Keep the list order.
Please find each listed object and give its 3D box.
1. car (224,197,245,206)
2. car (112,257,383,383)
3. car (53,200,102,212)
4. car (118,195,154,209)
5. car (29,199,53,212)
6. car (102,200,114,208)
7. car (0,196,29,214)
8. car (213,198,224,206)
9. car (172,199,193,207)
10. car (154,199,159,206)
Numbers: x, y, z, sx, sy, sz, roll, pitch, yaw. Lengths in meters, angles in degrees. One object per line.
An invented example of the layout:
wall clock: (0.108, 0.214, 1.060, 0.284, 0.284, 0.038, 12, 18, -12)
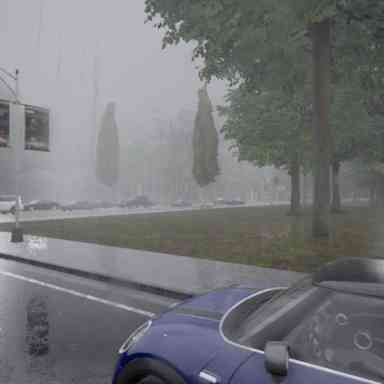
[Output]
car: (8.900, 1.828, 66.539, 2.097, 1.767, 4.553, 0, -1, 35)
car: (1.458, 1.352, 2.650, 4.553, 1.767, 2.097, 0, 0, 36)
car: (-15.028, 1.790, 44.046, 2.033, 1.411, 5.357, 0, 0, 35)
car: (-9.033, 1.527, 52.594, 2.150, 2.045, 5.566, 0, 0, 36)
car: (-19.686, 1.708, 43.060, 1.882, 1.535, 5.008, 0, 0, 35)
car: (-13.998, 1.850, 51.175, 1.994, 1.385, 4.181, 0, 0, 35)
car: (-20.998, 1.411, 35.535, 2.150, 2.045, 5.566, 0, 0, 34)
car: (6.198, 1.973, 68.342, 2.128, 1.511, 4.902, 0, -1, 35)
car: (-1.542, 1.920, 57.297, 1.994, 1.385, 4.181, 0, -1, 35)
car: (-8.045, 1.849, 59.615, 2.128, 1.511, 4.902, 0, -1, 36)
